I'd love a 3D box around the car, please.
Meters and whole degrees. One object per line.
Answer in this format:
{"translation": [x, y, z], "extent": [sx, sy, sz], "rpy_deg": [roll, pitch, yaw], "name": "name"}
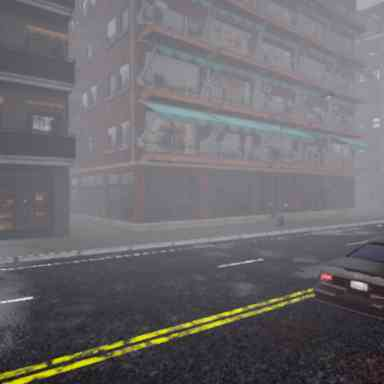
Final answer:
{"translation": [4.750, 1.591, 6.914], "extent": [5.357, 1.411, 2.033], "rpy_deg": [0, 0, -36], "name": "car"}
